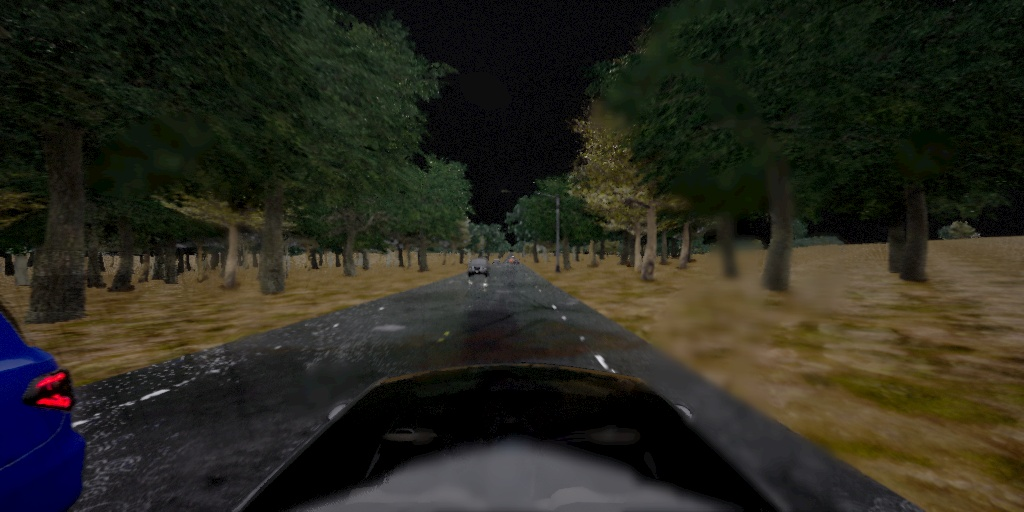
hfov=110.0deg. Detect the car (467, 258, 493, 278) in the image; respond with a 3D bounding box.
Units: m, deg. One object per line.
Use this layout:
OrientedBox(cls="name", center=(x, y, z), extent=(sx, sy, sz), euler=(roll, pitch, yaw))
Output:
OrientedBox(cls="car", center=(-3.573, 1.257, 39.454), extent=(2.150, 2.045, 5.566), euler=(0, 0, 0))
